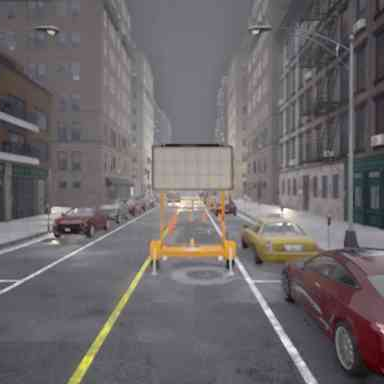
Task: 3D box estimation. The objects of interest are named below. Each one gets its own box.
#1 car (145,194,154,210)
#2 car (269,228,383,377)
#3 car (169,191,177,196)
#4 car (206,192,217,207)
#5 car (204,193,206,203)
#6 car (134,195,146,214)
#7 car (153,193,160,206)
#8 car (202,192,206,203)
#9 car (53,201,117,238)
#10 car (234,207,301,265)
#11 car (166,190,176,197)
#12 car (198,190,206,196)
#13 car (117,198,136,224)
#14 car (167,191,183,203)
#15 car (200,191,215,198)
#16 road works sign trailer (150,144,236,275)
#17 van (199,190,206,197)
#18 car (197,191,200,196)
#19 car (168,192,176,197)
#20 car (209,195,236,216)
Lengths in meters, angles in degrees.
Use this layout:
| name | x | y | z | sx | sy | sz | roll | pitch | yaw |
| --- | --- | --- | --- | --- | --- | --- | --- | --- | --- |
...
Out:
| name | x | y | z | sx | sy | sz | roll | pitch | yaw |
| --- | --- | --- | --- | --- | --- | --- | --- | --- | --- |
| car | -5.319 | 1.192 | 33.606 | 1.947 | 1.339 | 4.313 | 0 | 1 | 0 |
| car | 2.648 | 1.524 | 5.180 | 1.802 | 1.307 | 4.206 | 0 | 1 | 0 |
| car | -5.221 | 0.498 | 94.215 | 2.008 | 1.369 | 4.403 | 0 | 1 | 0 |
| car | 2.706 | 1.067 | 33.589 | 1.967 | 1.590 | 4.097 | 0 | 1 | 0 |
| car | 2.718 | 1.109 | 39.272 | 1.887 | 1.381 | 4.507 | 0 | 1 | 0 |
| car | -5.331 | 1.234 | 27.924 | 1.887 | 1.381 | 4.507 | 0 | 1 | 0 |
| car | -5.308 | 1.003 | 39.286 | 1.967 | 1.590 | 4.097 | 0 | 1 | 0 |
| car | 2.729 | 1.051 | 44.954 | 2.008 | 1.369 | 4.403 | 0 | 1 | 0 |
| car | -5.354 | 1.360 | 16.560 | 1.887 | 1.381 | 4.507 | 0 | 1 | 0 |
| car | 2.660 | 1.403 | 11.031 | 1.752 | 1.417 | 4.829 | 0 | 1 | 0 |
| car | -5.248 | 0.386 | 83.206 | 2.192 | 1.841 | 5.009 | 0 | 1 | 0 |
| car | 2.880 | 0.263 | 94.197 | 2.192 | 1.841 | 5.009 | 0 | 1 | 0 |
| car | -5.342 | 1.303 | 22.242 | 2.008 | 1.369 | 4.403 | 0 | 1 | 0 |
| car | -2.666 | 0.972 | 51.704 | 2.033 | 1.411 | 5.357 | 0 | 1 | 1 |
| car | 2.741 | 0.752 | 50.633 | 2.192 | 1.841 | 5.009 | 0 | 1 | 0 |
| road works sign trailer | 0.021 | 0.352 | 10.042 | 2.380 | 3.560 | 2.880 | 0 | 1 | 0 |
| van | 2.873 | 0.351 | 88.694 | 1.690 | 1.788 | 3.998 | 0 | 1 | 0 |
| car | 2.859 | 0.449 | 77.687 | 2.192 | 1.841 | 5.009 | 0 | 1 | 0 |
| car | -5.235 | 0.575 | 88.712 | 1.947 | 1.339 | 4.313 | 0 | 1 | 0 |
| car | 2.694 | 1.235 | 27.908 | 1.887 | 1.381 | 4.507 | 0 | 1 | 0 |
